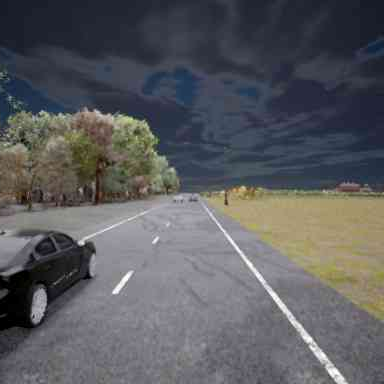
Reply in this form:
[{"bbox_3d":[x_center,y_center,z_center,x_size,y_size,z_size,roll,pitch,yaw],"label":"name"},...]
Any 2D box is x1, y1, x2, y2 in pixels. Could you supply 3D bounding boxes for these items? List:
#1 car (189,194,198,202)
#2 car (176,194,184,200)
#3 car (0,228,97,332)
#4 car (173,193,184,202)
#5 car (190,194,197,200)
[{"bbox_3d":[0.303,1.524,77.041,1.994,1.385,4.181,0,0,0],"label":"car"},{"bbox_3d":[-3.158,1.328,87.096,1.882,1.535,5.008,0,0,0],"label":"car"},{"bbox_3d":[-3.474,1.486,6.957,1.882,1.535,5.008,0,0,0],"label":"car"},{"bbox_3d":[-3.199,1.202,76.702,2.150,2.045,5.566,0,0,0],"label":"car"},{"bbox_3d":[0.341,1.345,87.081,1.837,1.490,4.892,0,0,0],"label":"car"}]
